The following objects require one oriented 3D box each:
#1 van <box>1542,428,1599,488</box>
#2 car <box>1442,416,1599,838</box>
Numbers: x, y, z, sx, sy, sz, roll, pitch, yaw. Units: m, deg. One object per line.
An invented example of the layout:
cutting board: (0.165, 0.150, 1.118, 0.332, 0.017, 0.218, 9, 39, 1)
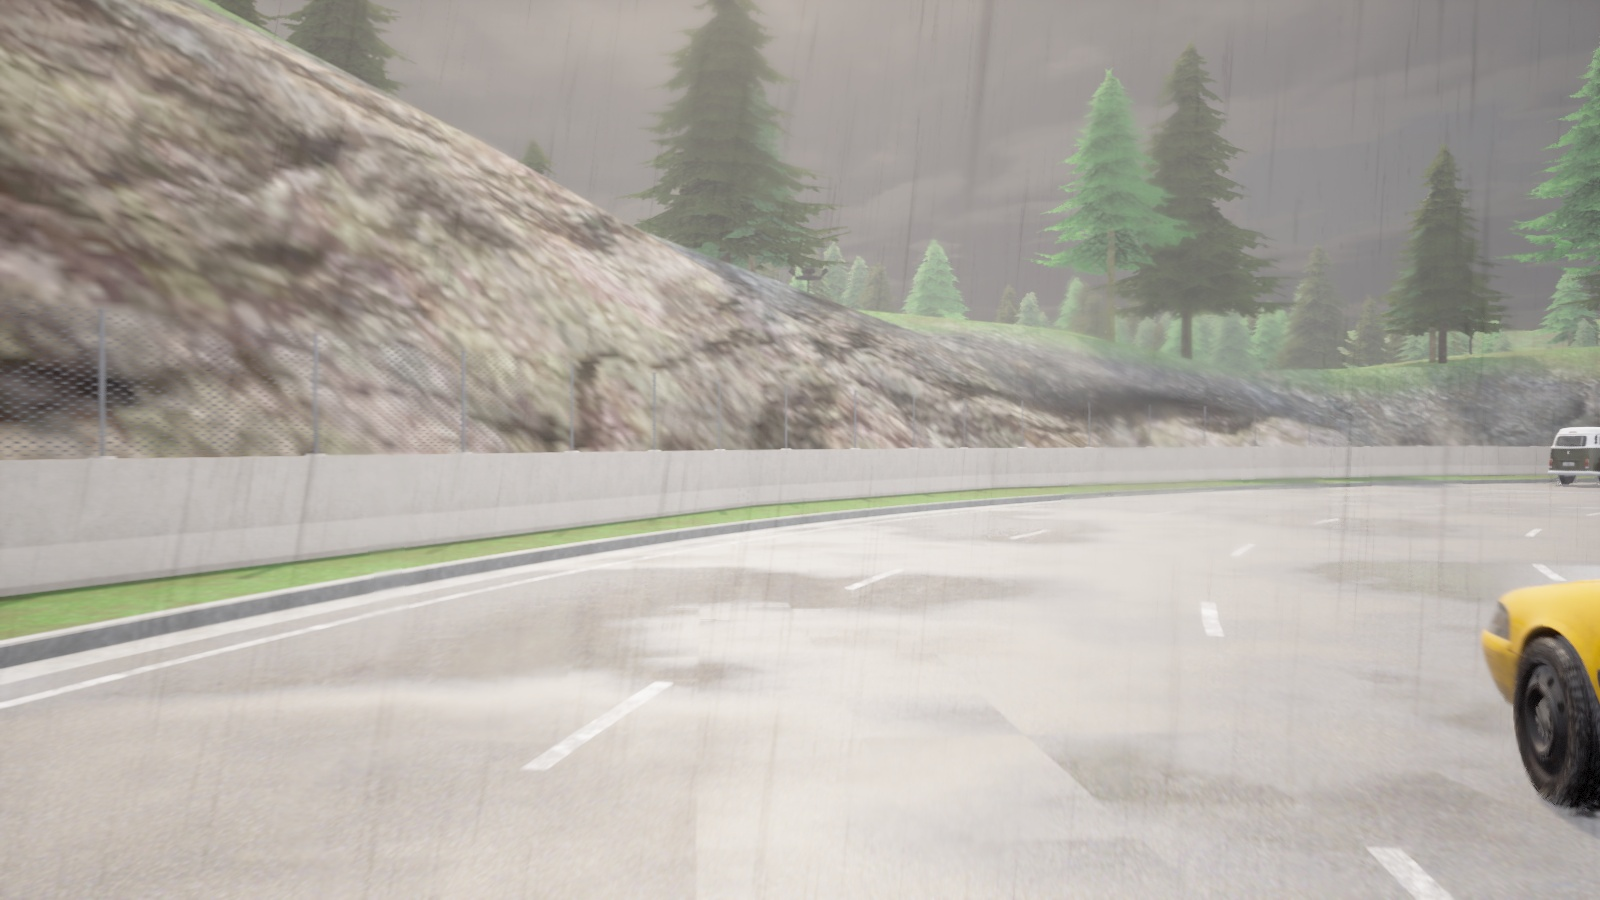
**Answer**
van: (28.598, 0.264, 44.034, 4.480, 2.038, 2.069, 0, 0, -20)
car: (3.753, 0.672, 3.370, 1.801, 1.575, 5.366, 0, 0, 6)
